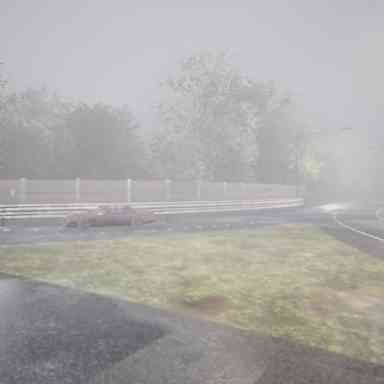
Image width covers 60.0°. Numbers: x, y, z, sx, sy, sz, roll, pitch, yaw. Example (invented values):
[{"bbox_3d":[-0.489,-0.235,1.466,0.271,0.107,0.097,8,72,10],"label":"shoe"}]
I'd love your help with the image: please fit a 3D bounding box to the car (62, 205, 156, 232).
[{"bbox_3d":[-4.883,1.496,19.954,5.357,1.411,2.033,0,0,-26],"label":"car"}]
